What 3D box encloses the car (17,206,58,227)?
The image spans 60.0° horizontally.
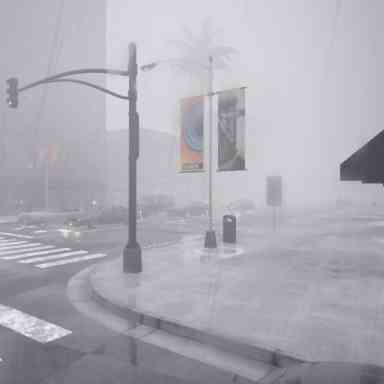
[{"bbox_3d":[-9.356,1.615,22.989,1.895,1.301,4.718,0,0,35],"label":"car"}]

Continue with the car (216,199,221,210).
[{"bbox_3d":[2.203,1.528,39.332,1.882,1.535,5.008,0,0,35],"label":"car"}]

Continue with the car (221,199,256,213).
[{"bbox_3d":[5.796,1.550,38.790,2.128,1.511,4.902,0,0,35],"label":"car"}]

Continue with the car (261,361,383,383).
[{"bbox_3d":[2.173,1.551,1.296,4.403,1.369,2.008,0,0,36],"label":"car"}]

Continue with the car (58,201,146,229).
[{"bbox_3d":[-5.836,1.568,22.328,2.033,1.411,5.357,0,0,35],"label":"car"}]

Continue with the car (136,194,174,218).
[{"bbox_3d":[-3.720,1.252,30.962,2.150,2.045,5.566,0,0,35],"label":"car"}]

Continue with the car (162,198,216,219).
[{"bbox_3d":[-0.170,1.515,30.353,1.882,1.535,5.008,0,0,35],"label":"car"}]

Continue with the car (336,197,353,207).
[{"bbox_3d":[24.756,1.619,54.043,2.128,1.511,4.902,0,0,35],"label":"car"}]
